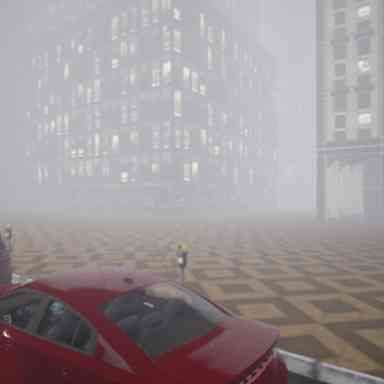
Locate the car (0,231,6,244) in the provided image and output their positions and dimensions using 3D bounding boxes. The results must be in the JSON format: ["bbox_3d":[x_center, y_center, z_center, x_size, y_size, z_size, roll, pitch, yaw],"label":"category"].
[{"bbox_3d":[-5.758,1.321,6.988,5.009,1.841,2.192,0,0,36],"label":"car"}]

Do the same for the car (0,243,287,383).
[{"bbox_3d":[-1.248,1.547,3.770,4.507,1.381,1.887,0,0,36],"label":"car"}]
